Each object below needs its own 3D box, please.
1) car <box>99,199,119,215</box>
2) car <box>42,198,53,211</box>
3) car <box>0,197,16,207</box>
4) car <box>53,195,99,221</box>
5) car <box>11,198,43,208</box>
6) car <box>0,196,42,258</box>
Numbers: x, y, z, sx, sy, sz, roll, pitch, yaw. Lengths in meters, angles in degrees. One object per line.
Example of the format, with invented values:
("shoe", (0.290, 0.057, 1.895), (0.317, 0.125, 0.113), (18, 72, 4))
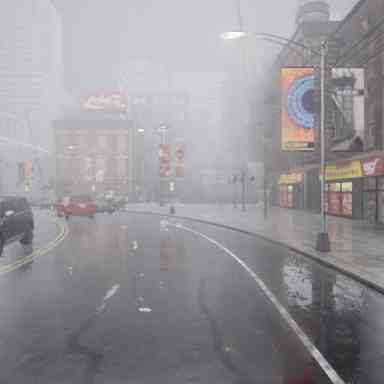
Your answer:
("car", (-9.524, 1.601, 33.281), (1.895, 1.301, 4.718), (0, 0, -38))
("car", (-16.921, 1.505, 40.479), (4.892, 1.490, 1.837), (0, 0, 38))
("car", (-29.557, 1.520, 51.002), (4.674, 1.452, 2.002), (0, 0, 19))
("car", (-9.870, 1.223, 27.951), (2.150, 2.045, 5.566), (0, 0, -31))
("car", (-24.241, 1.595, 48.863), (4.718, 1.301, 1.895), (0, 0, 29))
("car", (-7.663, 1.214, 12.409), (2.150, 2.045, 5.566), (0, 1, -9))
